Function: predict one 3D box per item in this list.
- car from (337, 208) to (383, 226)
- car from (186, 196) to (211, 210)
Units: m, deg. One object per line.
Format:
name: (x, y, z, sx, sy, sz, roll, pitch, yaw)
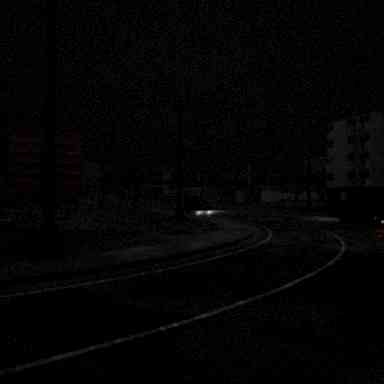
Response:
car: (13.497, 1.896, 26.242, 1.895, 1.301, 4.718, 0, 0, -8)
car: (0.858, 1.634, 50.240, 2.150, 2.045, 5.566, 1, -1, -22)
